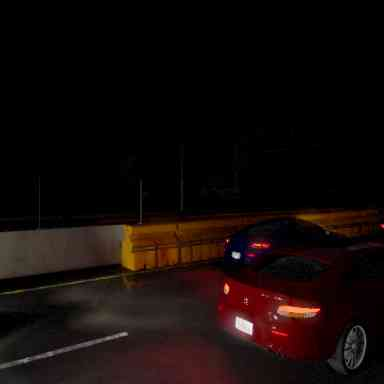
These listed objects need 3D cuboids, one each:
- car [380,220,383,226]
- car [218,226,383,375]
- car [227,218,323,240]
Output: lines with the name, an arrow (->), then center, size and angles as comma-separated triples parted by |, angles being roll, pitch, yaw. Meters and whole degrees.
car -> 10.854, 1.547, 15.790 | 5.357, 1.411, 2.033 | 0, 0, -36
car -> 2.525, 1.526, 5.555 | 4.674, 1.442, 1.812 | 0, 0, -36
car -> 3.056, 1.526, 10.231 | 4.674, 1.442, 1.812 | 0, 0, -35
